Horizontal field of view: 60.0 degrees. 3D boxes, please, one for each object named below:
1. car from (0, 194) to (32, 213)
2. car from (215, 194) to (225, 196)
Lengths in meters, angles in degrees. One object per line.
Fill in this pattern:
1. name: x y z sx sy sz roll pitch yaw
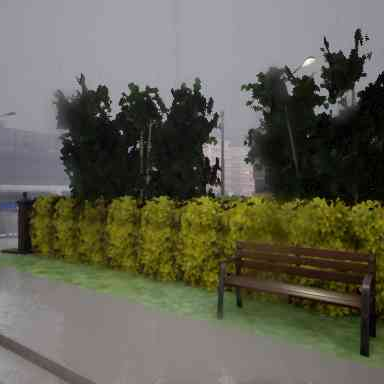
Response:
1. car: -18.430 1.198 32.502 2.150 2.045 5.566 0 1 35
2. car: 4.565 0.748 65.152 1.882 1.535 5.008 0 1 35
